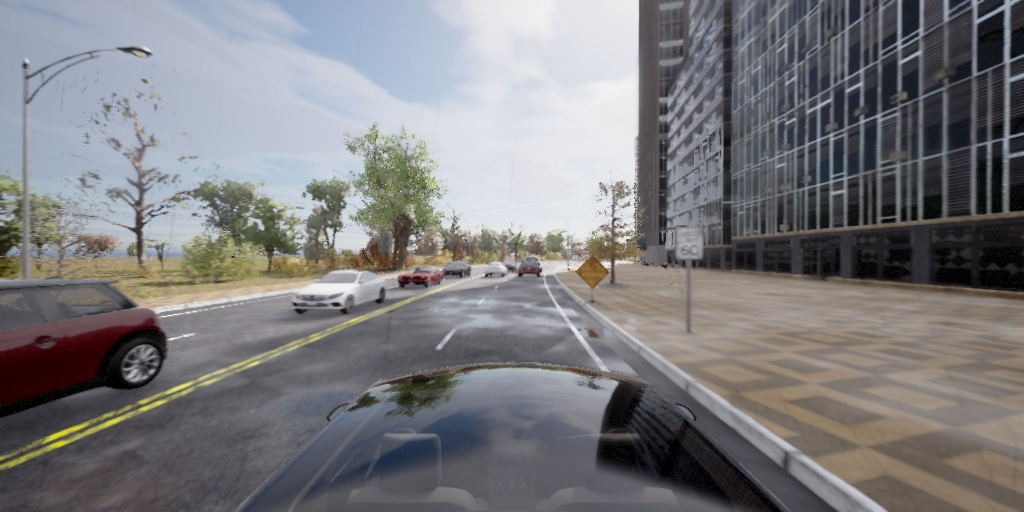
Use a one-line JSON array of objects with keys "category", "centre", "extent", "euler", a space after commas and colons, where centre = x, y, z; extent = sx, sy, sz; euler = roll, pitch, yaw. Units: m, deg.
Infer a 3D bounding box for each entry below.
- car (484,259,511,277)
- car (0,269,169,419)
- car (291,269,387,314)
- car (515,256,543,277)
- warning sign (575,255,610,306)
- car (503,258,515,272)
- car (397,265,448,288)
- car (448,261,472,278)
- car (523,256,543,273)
[{"category": "car", "centre": [-1.515, 1.311, 35.785], "extent": [1.812, 1.442, 4.674], "euler": [0, 0, 5]}, {"category": "car", "centre": [-6.554, 1.078, 3.750], "extent": [2.097, 1.767, 4.553], "euler": [0, 0, 1]}, {"category": "car", "centre": [-6.364, 1.263, 13.856], "extent": [1.812, 1.442, 4.674], "euler": [0, 0, 2]}, {"category": "car", "centre": [1.749, 1.152, 35.823], "extent": [2.097, 1.767, 4.553], "euler": [0, 0, 5]}, {"category": "warning sign", "centre": [3.027, 0.892, 13.551], "extent": [1.300, 1.860, 1.060], "euler": [0, 0, 2]}, {"category": "car", "centre": [-0.393, 1.330, 47.220], "extent": [1.812, 1.442, 4.674], "euler": [0, 0, 8]}, {"category": "car", "centre": [-5.908, 1.352, 23.754], "extent": [1.895, 1.301, 4.718], "euler": [0, 0, 4]}, {"category": "car", "centre": [-5.116, 1.245, 34.033], "extent": [1.882, 1.535, 5.008], "euler": [0, 0, 6]}, {"category": "car", "centre": [2.749, 1.041, 46.223], "extent": [2.150, 2.045, 5.566], "euler": [0, 0, 8]}]
